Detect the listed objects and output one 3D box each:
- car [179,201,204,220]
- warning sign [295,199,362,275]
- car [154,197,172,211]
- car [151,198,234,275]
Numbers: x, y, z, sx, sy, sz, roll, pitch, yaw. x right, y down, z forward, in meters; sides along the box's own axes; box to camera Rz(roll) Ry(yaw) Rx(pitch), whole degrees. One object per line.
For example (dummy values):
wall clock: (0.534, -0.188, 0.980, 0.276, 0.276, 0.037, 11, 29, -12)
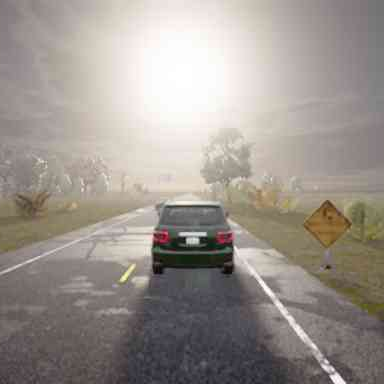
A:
car: (-0.008, 1.564, 29.677, 2.033, 1.411, 5.357, 0, 0, 0)
warning sign: (3.523, 1.117, 8.706, 1.300, 1.860, 1.060, 0, 0, 0)
car: (-3.728, 1.507, 43.145, 1.882, 1.535, 5.008, 0, 0, 0)
car: (0.030, 1.228, 10.550, 2.150, 2.045, 5.566, 0, 0, 0)
